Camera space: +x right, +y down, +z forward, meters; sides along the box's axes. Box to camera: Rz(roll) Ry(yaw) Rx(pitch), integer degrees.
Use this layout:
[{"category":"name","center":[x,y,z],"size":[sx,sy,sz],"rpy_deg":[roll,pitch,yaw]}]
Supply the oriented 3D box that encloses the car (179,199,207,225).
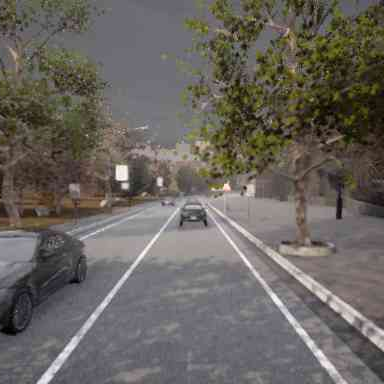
[{"category":"car","center":[0.089,1.482,23.470],"size":[1.812,1.442,4.674],"rpy_deg":[0,0,0]}]

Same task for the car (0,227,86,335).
[{"category":"car","center":[-3.590,1.513,6.830],"size":[1.812,1.442,4.674],"rpy_deg":[0,0,0]}]

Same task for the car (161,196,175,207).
[{"category":"car","center":[-3.567,1.398,50.402],"size":[2.128,1.511,4.902],"rpy_deg":[0,0,1]}]
